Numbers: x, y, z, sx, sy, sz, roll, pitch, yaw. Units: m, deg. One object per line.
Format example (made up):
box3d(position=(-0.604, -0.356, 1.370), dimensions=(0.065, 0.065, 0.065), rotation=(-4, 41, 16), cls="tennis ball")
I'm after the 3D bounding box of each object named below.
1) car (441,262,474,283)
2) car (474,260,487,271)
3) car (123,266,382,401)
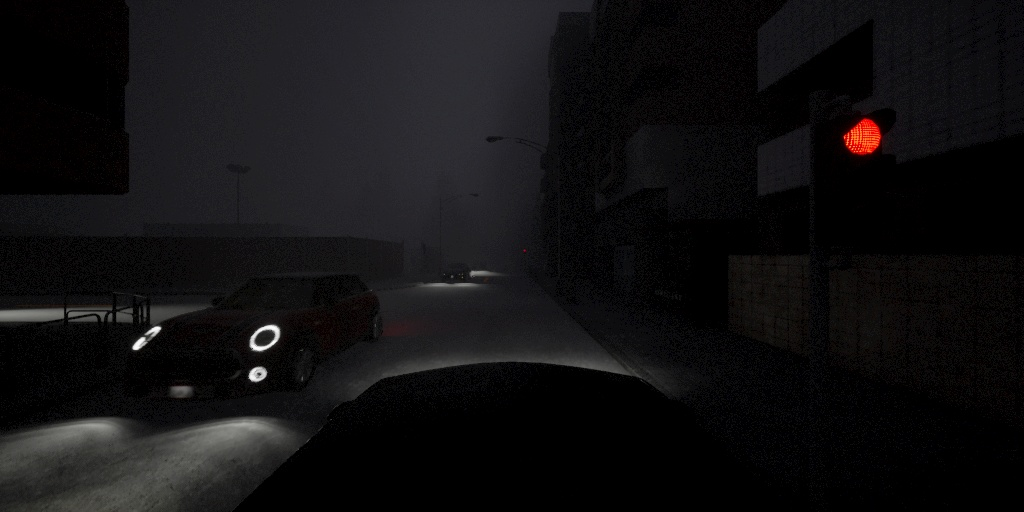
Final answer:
box3d(position=(-4.351, 1.254, 28.244), dimensions=(1.837, 1.490, 4.892), rotation=(0, 0, -1), cls="car")
box3d(position=(-4.491, 1.242, 50.055), dimensions=(2.128, 1.511, 4.902), rotation=(0, 0, 0), cls="car")
box3d(position=(-4.145, 1.102, 6.714), dimensions=(2.097, 1.767, 4.553), rotation=(0, 0, -1), cls="car")
